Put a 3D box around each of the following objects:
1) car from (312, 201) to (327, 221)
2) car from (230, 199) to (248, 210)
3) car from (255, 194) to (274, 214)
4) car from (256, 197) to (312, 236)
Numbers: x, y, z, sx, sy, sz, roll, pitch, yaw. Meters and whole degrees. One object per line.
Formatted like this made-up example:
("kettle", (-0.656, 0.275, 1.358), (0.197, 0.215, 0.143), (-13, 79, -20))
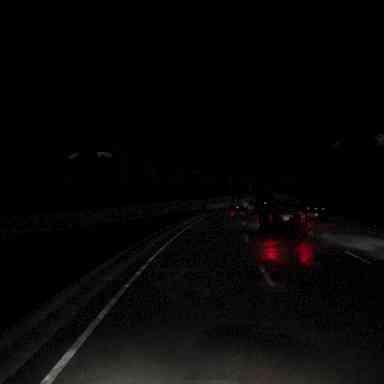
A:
("car", (9.794, 1.491, 27.460), (2.128, 1.511, 4.902), (0, 0, 10))
("car", (6.080, 1.600, 42.440), (1.895, 1.301, 4.718), (0, 0, 15))
("car", (7.916, 1.221, 35.452), (2.150, 2.045, 5.566), (0, 0, 14))
("car", (4.927, 1.352, 18.500), (2.097, 1.767, 4.553), (0, 0, 7))
